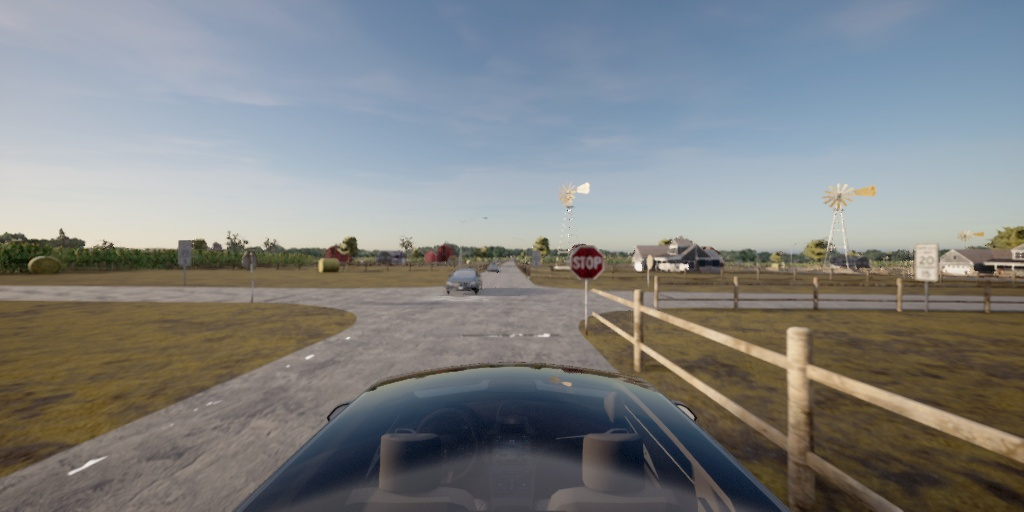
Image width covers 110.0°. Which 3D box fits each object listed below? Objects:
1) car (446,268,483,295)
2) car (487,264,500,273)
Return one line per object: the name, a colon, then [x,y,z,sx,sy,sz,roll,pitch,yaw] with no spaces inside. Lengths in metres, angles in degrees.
car: [-2.816,1.482,21.907,1.812,1.442,4.674,1,0,0]
car: [-2.947,2.033,57.140,1.837,1.490,4.892,0,1,0]
